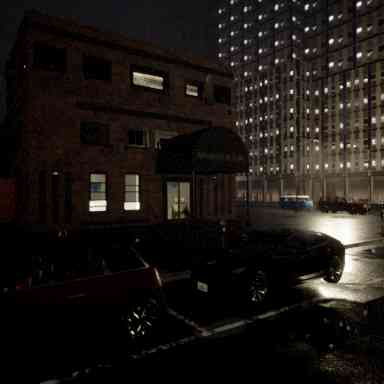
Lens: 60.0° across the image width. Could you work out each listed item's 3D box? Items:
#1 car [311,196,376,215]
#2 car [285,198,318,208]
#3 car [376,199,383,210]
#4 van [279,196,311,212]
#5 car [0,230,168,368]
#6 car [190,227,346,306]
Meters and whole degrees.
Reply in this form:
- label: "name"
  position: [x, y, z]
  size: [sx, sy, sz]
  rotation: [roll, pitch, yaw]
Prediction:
- label: "car"
  position: [14.896, 1.306, 33.045]
  size: [2.192, 1.841, 5.009]
  rotation: [0, 0, -35]
- label: "car"
  position: [15.432, 1.512, 46.930]
  size: [1.802, 1.307, 4.206]
  rotation: [0, 0, -35]
- label: "car"
  position: [21.771, 1.497, 37.840]
  size: [2.008, 1.369, 4.403]
  rotation: [0, 0, -35]
- label: "van"
  position: [11.726, 1.324, 37.590]
  size: [1.690, 1.788, 3.998]
  rotation: [0, 0, -35]
- label: "car"
  position: [-2.475, 1.440, 4.802]
  size: [4.097, 1.590, 1.967]
  rotation: [0, 0, -35]
- label: "car"
  position: [1.988, 1.565, 8.056]
  size: [4.313, 1.339, 1.947]
  rotation: [0, 0, -35]
